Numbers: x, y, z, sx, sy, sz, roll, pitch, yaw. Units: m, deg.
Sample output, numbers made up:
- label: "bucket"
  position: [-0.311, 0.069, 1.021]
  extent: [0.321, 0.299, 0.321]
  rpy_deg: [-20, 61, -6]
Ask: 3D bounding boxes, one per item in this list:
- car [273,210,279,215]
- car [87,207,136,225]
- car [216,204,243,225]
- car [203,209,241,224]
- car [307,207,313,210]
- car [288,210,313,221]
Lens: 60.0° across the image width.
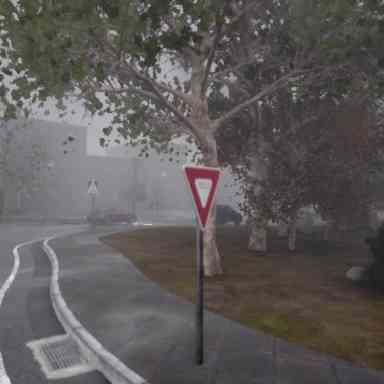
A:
- label: "car"
  position: [14.006, 3.542, 50.177]
  extent: [2.150, 2.045, 5.566]
  rpy_deg: [0, -2, 43]
- label: "car"
  position: [-6.425, 1.896, 26.980]
  extent: [1.994, 1.385, 4.181]
  rpy_deg: [0, -4, 32]
- label: "car"
  position: [2.949, 2.306, 33.562]
  extent: [2.150, 2.045, 5.566]
  rpy_deg: [0, -4, 41]
- label: "car"
  position: [3.604, 2.876, 38.908]
  extent: [1.837, 1.490, 4.892]
  rpy_deg: [0, -4, 42]
- label: "car"
  position: [27.855, 4.624, 77.229]
  extent: [2.435, 2.045, 5.566]
  rpy_deg: [0, -2, 43]
- label: "car"
  position: [15.333, 3.735, 46.974]
  extent: [1.882, 1.535, 5.008]
  rpy_deg: [0, -3, 43]
